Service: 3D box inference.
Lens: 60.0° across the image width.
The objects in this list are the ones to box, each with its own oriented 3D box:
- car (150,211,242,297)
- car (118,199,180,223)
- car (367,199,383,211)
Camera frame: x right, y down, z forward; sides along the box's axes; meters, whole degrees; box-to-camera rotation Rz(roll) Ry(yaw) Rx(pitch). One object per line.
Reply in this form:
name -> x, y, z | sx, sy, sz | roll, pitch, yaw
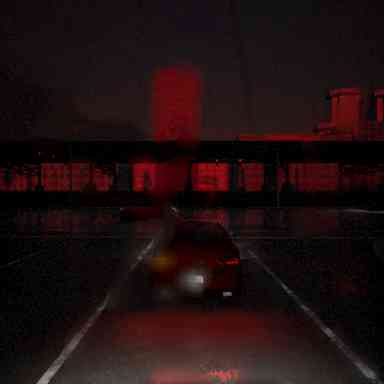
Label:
car -> 0.095, 1.478, 8.616 | 1.882, 1.535, 5.008 | 0, 0, 0
car -> -3.082, 1.339, 24.897 | 4.553, 1.767, 2.097 | 0, 0, 2
car -> 22.728, 1.403, 38.406 | 4.674, 1.442, 1.812 | -1, 0, 1
